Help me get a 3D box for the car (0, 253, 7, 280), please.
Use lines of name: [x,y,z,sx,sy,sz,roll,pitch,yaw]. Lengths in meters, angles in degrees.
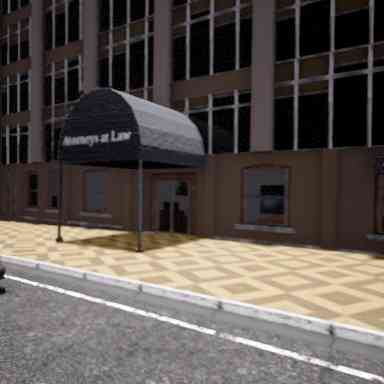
car: [-6.723,1.535,8.109,5.357,1.411,2.033,0,0,33]
